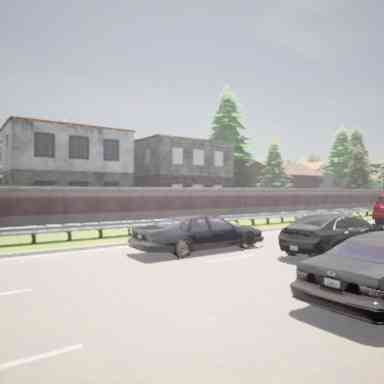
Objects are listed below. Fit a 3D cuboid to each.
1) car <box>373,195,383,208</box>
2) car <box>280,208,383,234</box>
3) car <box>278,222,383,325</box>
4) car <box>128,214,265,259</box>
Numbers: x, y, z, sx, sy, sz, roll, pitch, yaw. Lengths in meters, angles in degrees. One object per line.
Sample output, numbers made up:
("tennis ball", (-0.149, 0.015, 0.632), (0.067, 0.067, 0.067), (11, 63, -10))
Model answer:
("car", (14.591, 1.210, 22.795), (5.566, 2.045, 2.150), (0, 0, -35))
("car", (5.152, 1.499, 11.759), (4.892, 1.490, 1.837), (0, 0, -35))
("car", (4.369, 1.544, 6.929), (5.357, 1.411, 2.033), (0, 0, -35))
("car", (0.307, 1.543, 12.630), (5.357, 1.411, 2.033), (0, 0, -35))
